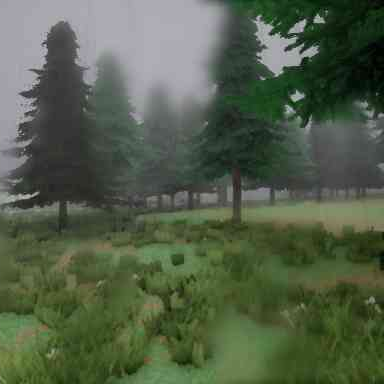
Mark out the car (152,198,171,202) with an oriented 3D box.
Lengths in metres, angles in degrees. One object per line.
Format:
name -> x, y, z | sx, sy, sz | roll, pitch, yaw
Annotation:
car -> -5.779, 1.741, 61.856 | 2.033, 1.411, 5.357 | 0, 0, 35

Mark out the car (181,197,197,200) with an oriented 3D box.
car -> -0.291, 1.634, 64.120 | 2.128, 1.511, 4.902 | 0, 0, 35

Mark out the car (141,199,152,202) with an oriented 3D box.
car -> -8.904, 1.504, 51.802 | 2.097, 1.767, 4.553 | 0, 0, 35
